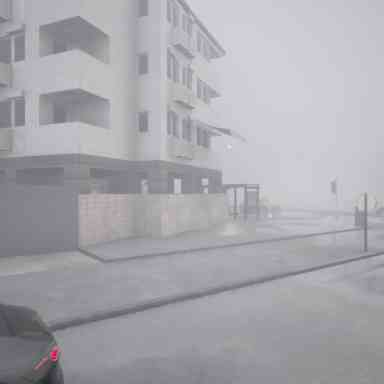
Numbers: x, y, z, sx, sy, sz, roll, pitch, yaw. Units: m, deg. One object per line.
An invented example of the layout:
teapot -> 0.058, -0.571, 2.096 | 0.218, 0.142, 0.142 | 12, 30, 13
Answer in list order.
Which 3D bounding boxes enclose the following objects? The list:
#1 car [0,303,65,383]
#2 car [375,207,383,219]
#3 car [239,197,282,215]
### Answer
car -> -3.148, 1.564, 2.338 | 4.181, 1.385, 1.994 | 0, 0, -36
car -> 17.512, 1.478, 26.769 | 1.882, 1.535, 5.008 | -1, 1, -39
car -> 7.040, 1.352, 34.508 | 2.097, 1.767, 4.553 | 0, 0, -36
